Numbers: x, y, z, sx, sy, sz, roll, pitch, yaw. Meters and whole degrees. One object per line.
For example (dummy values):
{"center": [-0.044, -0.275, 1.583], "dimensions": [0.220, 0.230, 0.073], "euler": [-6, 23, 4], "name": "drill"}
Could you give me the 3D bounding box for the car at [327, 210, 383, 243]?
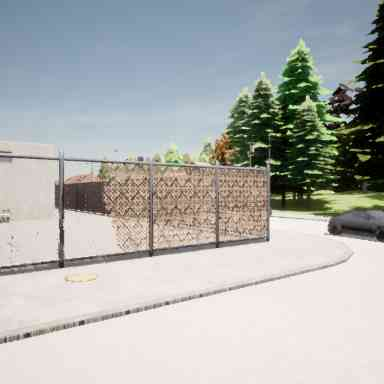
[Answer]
{"center": [8.708, 1.564, 16.116], "dimensions": [1.994, 1.385, 4.181], "euler": [0, 0, -26], "name": "car"}
